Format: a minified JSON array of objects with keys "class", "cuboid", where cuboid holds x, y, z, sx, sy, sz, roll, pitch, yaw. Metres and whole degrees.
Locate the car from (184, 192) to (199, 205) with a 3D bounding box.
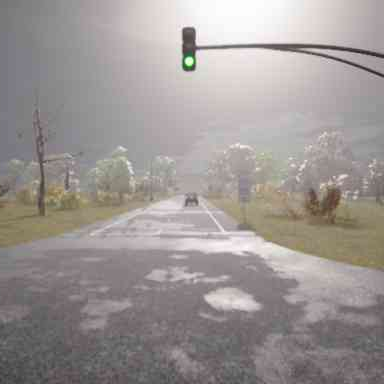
[{"class":"car","cuboid":[-0.061,1.020,52.811,2.150,2.045,5.566,0,0,0]}]
